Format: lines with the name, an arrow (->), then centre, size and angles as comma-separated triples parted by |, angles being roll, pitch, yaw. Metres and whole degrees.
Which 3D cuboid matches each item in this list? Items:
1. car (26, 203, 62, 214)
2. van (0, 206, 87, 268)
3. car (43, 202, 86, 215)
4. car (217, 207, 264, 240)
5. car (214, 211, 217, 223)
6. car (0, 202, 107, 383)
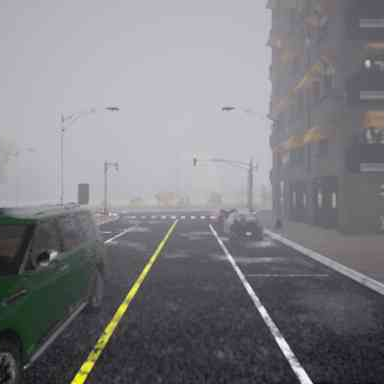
car -> -20.603, 2.296, 46.480 | 4.206, 1.307, 1.802 | -1, 0, -1
van -> -5.347, 1.468, 12.282 | 1.690, 1.788, 3.998 | 0, -1, 0
car -> -16.752, 2.125, 43.831 | 4.902, 1.511, 2.128 | -1, -1, -1
car -> 2.659, 1.734, 17.756 | 2.008, 1.369, 4.403 | 0, -1, 0
car -> 2.689, 1.808, 25.685 | 1.887, 1.381, 4.507 | 0, -1, 0
car -> -2.852, 1.272, 4.840 | 2.150, 2.045, 5.566 | 0, -1, 0
